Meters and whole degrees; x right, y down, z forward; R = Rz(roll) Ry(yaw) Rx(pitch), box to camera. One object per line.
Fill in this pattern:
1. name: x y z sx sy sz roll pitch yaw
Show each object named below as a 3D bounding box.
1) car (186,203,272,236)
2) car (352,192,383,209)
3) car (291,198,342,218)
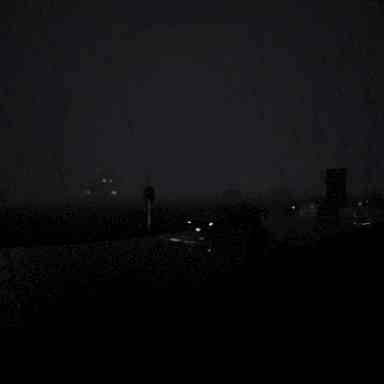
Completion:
1. car: 2.104 1.294 17.288 2.033 1.411 5.357 0 1 44
2. car: 17.161 0.772 32.028 4.902 1.511 2.128 -2 1 -42
3. car: 9.219 1.123 24.516 4.718 1.301 1.895 -2 1 -44
